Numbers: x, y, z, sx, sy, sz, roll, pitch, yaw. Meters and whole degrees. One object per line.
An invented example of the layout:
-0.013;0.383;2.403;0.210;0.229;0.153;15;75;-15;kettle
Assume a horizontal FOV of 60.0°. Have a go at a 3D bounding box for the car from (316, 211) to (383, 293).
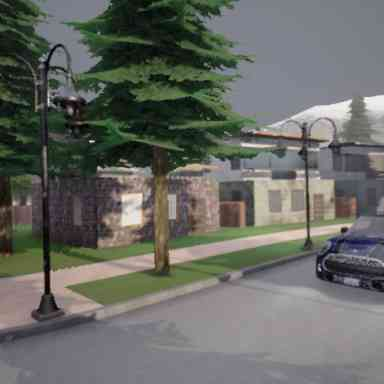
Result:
5.137;1.303;8.619;4.553;1.767;2.097;-1;0;-40;car
